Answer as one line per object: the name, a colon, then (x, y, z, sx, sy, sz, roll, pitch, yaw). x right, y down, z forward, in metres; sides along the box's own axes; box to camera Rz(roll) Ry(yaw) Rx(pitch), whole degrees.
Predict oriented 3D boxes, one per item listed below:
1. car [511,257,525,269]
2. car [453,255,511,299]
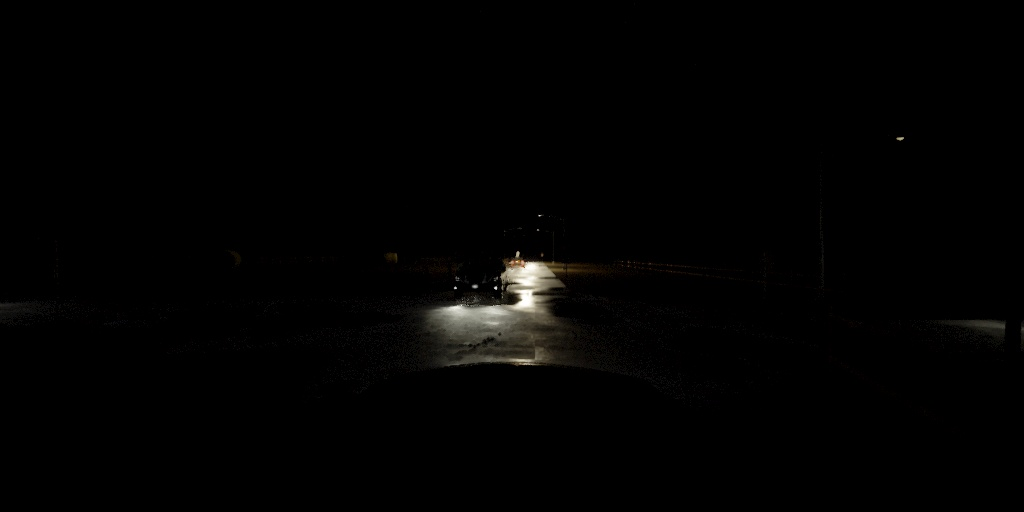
car: (0.906, 0.962, 54.550, 2.097, 1.767, 4.553, 0, 0, 4)
car: (-1.452, 0.974, 18.462, 2.150, 2.045, 5.566, 0, 0, 4)
